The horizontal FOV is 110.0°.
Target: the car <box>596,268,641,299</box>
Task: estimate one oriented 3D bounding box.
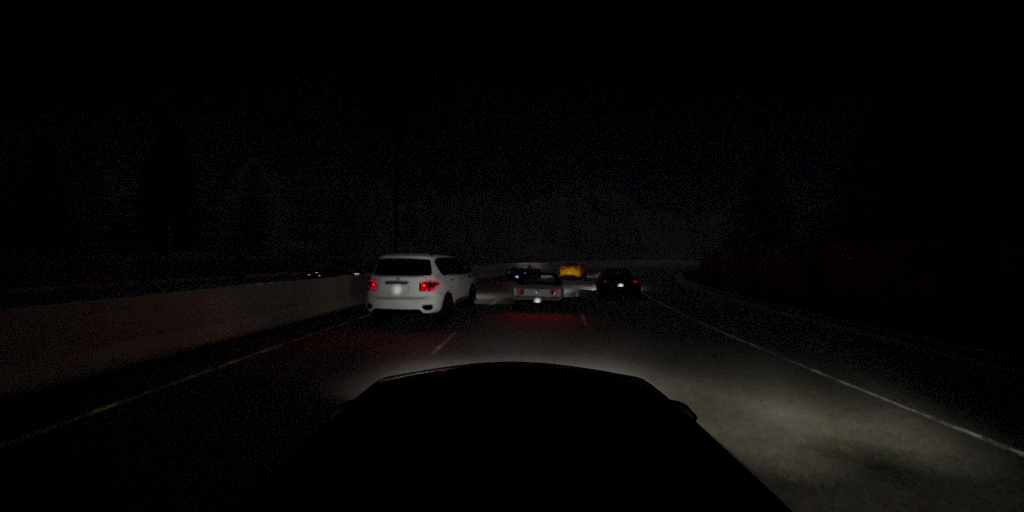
[{"bbox_3d":[5.417,1.334,18.608,1.994,1.385,4.181,0,0,11],"label":"car"}]

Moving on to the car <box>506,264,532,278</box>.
[{"bbox_3d":[1.056,1.330,29.925,1.895,1.301,4.718,0,0,17],"label":"car"}]

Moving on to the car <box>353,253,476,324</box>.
[{"bbox_3d":[-2.729,0.943,12.052,2.150,2.045,5.566,0,0,6],"label":"car"}]

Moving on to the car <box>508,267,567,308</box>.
[{"bbox_3d":[1.246,1.346,15.265,1.895,1.301,4.718,0,0,8],"label":"car"}]

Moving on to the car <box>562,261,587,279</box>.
[{"bbox_3d":[5.597,1.235,32.320,1.882,1.535,5.008,0,0,19],"label":"car"}]

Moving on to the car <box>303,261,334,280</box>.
[{"bbox_3d":[-14.132,1.137,28.337,1.837,1.490,4.892,0,0,14],"label":"car"}]

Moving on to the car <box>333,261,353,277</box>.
[{"bbox_3d":[-10.823,1.160,27.115,1.837,1.490,4.892,0,0,14],"label":"car"}]
